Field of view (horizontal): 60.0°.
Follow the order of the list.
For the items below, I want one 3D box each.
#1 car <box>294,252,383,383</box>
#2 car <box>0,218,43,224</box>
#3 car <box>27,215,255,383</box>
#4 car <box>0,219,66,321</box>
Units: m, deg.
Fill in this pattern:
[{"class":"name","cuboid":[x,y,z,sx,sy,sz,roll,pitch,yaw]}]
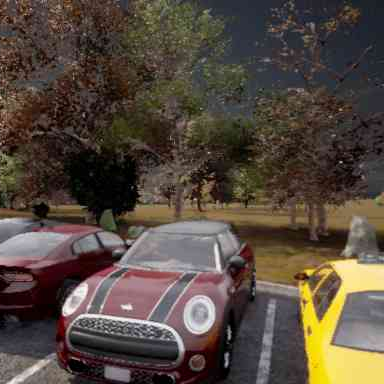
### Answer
[{"class":"car","cuboid":[2.283,1.486,4.089,1.946,1.575,5.366,0,-1,16]},{"class":"car","cuboid":[-4.941,1.503,9.121,2.163,1.488,4.792,1,0,17]},{"class":"car","cuboid":[-0.152,1.357,5.673,2.185,1.767,4.553,1,-1,16]},{"class":"car","cuboid":[-2.561,1.477,7.386,2.097,1.535,5.008,0,-1,17]}]
